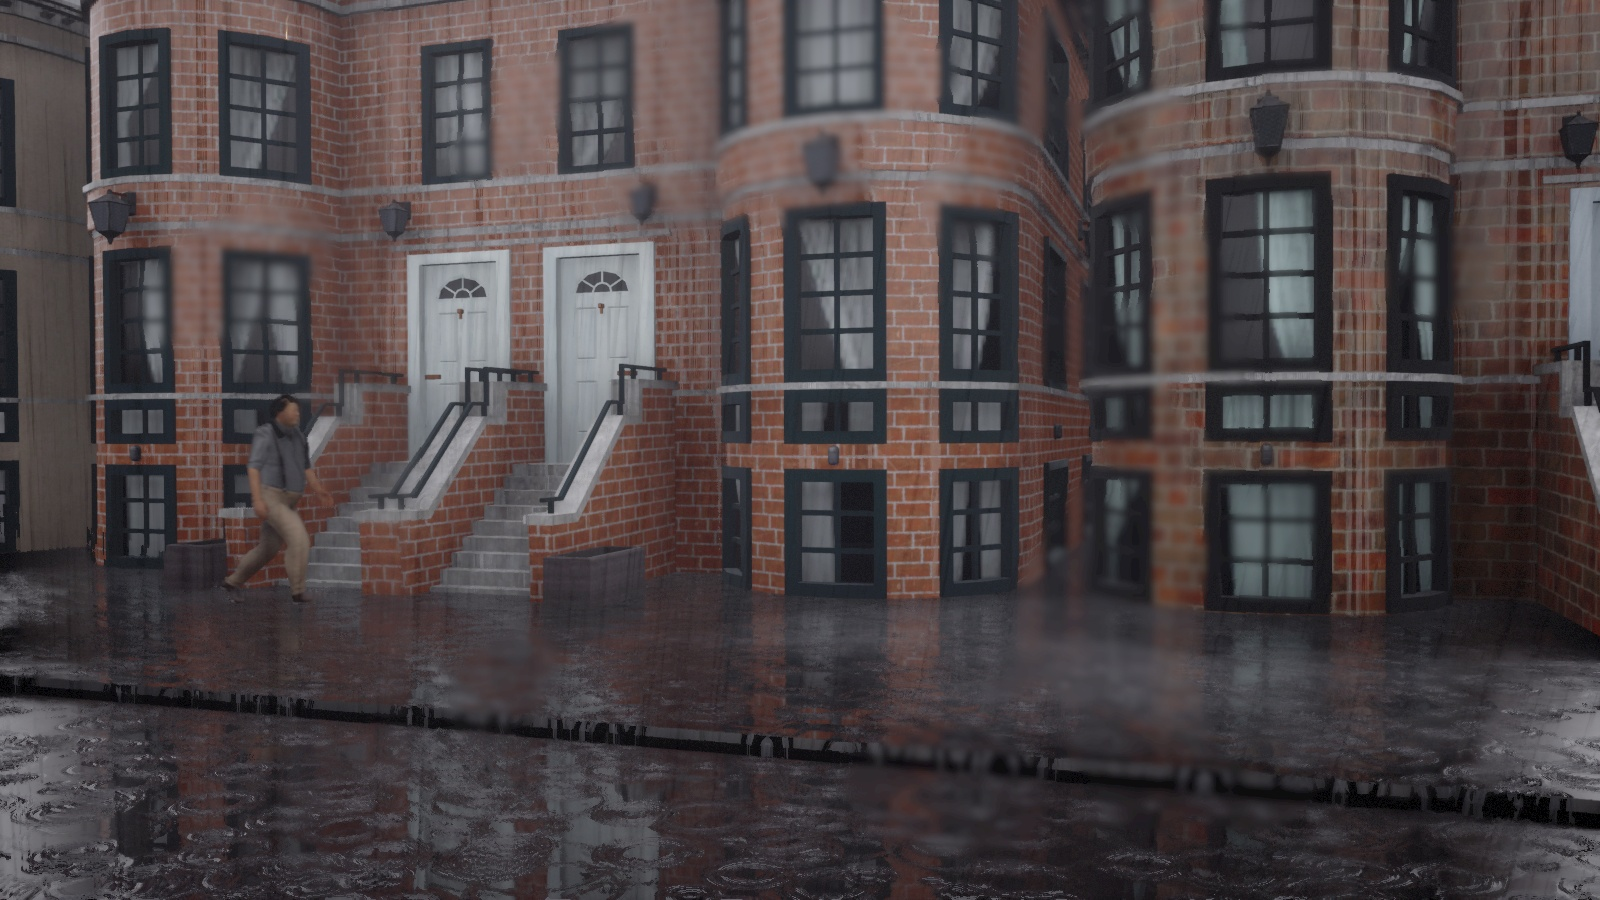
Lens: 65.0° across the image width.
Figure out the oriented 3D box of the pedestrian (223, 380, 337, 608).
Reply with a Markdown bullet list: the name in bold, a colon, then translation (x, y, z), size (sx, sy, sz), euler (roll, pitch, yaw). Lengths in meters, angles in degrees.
- **pedestrian**: translation (-4.356, 0.351, 10.538), size (0.694, 1.848, 0.540), euler (0, 1, 12)
